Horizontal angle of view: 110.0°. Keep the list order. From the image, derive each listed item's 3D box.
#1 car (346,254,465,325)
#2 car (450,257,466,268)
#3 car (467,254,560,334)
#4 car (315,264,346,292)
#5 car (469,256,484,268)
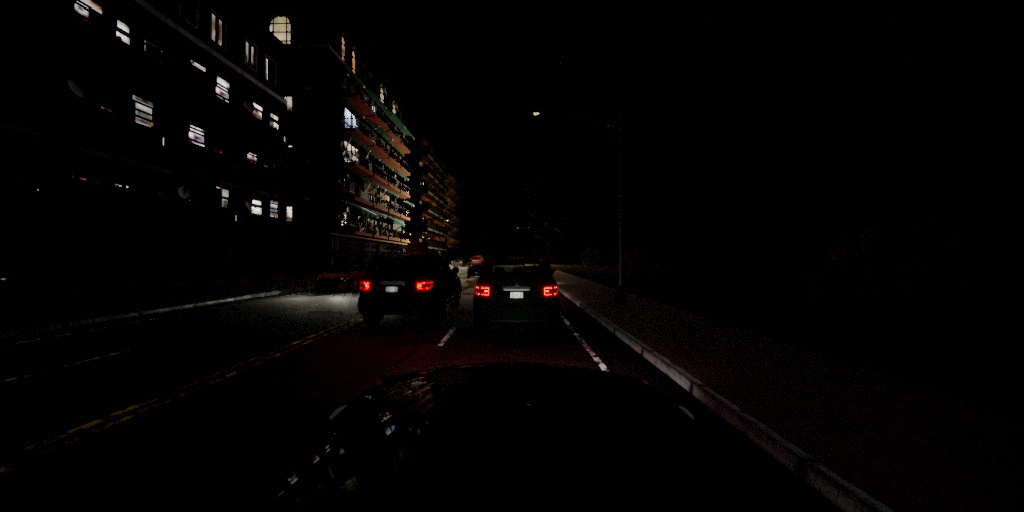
[{"bbox_3d":[-3.118,0.971,12.015,2.150,2.045,5.566,0,0,0],"label":"car"},{"bbox_3d":[-9.600,1.101,64.058,2.097,1.767,4.553,0,0,1],"label":"car"},{"bbox_3d":[0.123,0.973,10.751,2.150,2.045,5.566,0,0,0],"label":"car"},{"bbox_3d":[-9.786,1.230,21.551,1.882,1.535,5.008,0,0,0],"label":"car"},{"bbox_3d":[-6.342,0.968,64.812,2.150,2.045,5.566,0,0,1],"label":"car"}]
